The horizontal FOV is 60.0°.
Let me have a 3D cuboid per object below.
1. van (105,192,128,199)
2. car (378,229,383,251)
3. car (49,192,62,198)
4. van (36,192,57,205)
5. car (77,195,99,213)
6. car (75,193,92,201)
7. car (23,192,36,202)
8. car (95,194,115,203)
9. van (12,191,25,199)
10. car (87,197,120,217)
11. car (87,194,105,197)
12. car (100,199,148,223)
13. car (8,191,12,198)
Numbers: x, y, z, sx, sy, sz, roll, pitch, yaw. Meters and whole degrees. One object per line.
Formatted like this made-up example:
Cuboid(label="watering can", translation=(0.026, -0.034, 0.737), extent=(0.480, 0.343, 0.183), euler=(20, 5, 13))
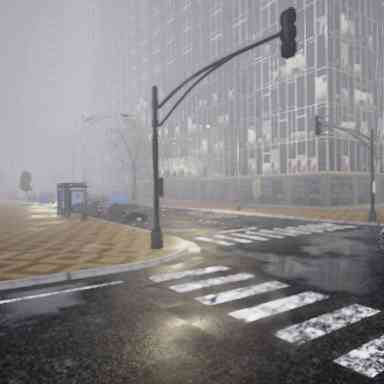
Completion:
Cuboid(label="van", translation=(-10.555, 0.833, 47.657), extent=(1.690, 1.788, 3.998), euler=(-1, 1, -34))
Cuboid(label="car", translation=(7.733, 1.495, 10.534), extent=(1.812, 1.442, 4.674), euler=(0, 1, 7))
Cuboid(label="car", translation=(-32.995, 0.668, 80.512), extent=(2.008, 1.369, 4.403), euler=(-1, 1, -34))
Cuboid(label="van", translation=(-20.680, 0.931, 47.625), extent=(1.690, 1.788, 3.998), euler=(-1, 1, -34))
Cuboid(label="car", translation=(-11.108, 1.313, 33.520), extent=(1.947, 1.339, 4.313), euler=(-1, 1, -34))
Cuboid(label="car", translation=(-20.171, 0.914, 61.740), extent=(1.802, 1.307, 4.206), euler=(-1, 1, -34))
Cuboid(label="car", translation=(-27.092, 1.034, 57.014), extent=(2.008, 1.369, 4.403), euler=(-1, 1, -34))
Cuboid(label="car", translation=(-13.760, 1.022, 52.353), extent=(1.802, 1.307, 4.206), euler=(-1, 1, -34))
Cuboid(label="van", translation=(-36.709, 0.662, 71.091), extent=(1.690, 1.788, 3.998), euler=(-1, 1, -34))
Cuboid(label="car", translation=(-7.950, 1.382, 28.795), extent=(1.802, 1.307, 4.206), euler=(-1, 1, -34))
Cuboid(label="car", translation=(-15.113, 0.991, 49.726), extent=(2.128, 1.511, 4.902), euler=(-1, 1, -34))
Cuboid(label="car", translation=(-4.758, 1.417, 24.089), extent=(1.947, 1.339, 4.313), euler=(-1, 1, -34))
Cuboid(label="car", translation=(-39.914, 0.707, 75.785), extent=(1.967, 1.590, 4.097), euler=(-1, 1, -34))
